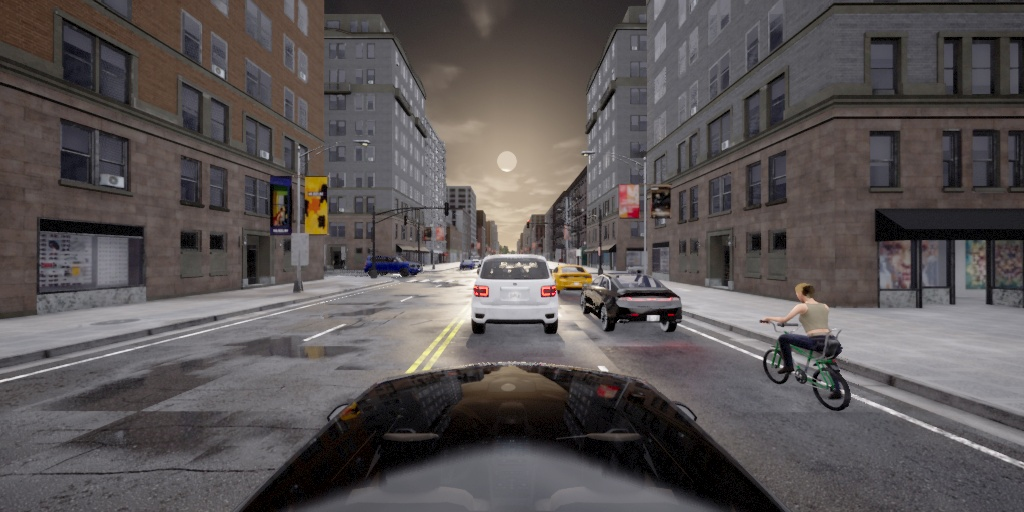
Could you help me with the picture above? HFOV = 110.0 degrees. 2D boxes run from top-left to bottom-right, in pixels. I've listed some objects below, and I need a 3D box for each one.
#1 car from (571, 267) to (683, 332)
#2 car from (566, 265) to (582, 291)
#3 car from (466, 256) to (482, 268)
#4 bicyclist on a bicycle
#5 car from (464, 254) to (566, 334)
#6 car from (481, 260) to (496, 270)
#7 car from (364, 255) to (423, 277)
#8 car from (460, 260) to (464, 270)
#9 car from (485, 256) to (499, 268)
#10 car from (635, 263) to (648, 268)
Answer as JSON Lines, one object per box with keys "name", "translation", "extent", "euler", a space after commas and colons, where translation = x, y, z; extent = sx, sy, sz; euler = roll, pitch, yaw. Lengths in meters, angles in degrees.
{"name": "car", "translation": [3.322, 1.243, 10.835], "extent": [2.128, 1.511, 4.902], "euler": [0, 0, 0]}
{"name": "car", "translation": [3.209, 1.232, 20.325], "extent": [1.882, 1.535, 5.008], "euler": [0, 0, 0]}
{"name": "car", "translation": [-6.698, 0.996, 64.049], "extent": [2.150, 2.045, 5.566], "euler": [0, 0, 0]}
{"name": "bicyclist on a bicycle", "translation": [4.128, 1.187, 5.134], "extent": [0.866, 1.612, 1.509], "euler": [0, 0, 0]}
{"name": "car", "translation": [0.078, 0.973, 10.764], "extent": [2.150, 2.045, 5.566], "euler": [0, 0, 0]}
{"name": "car", "translation": [-3.451, 1.335, 53.095], "extent": [1.994, 1.385, 4.181], "euler": [0, 0, 0]}
{"name": "car", "translation": [-11.592, 0.966, 35.008], "extent": [5.566, 2.045, 2.150], "euler": [0, -1, 12]}
{"name": "car", "translation": [-6.709, 1.249, 54.105], "extent": [1.882, 1.535, 5.008], "euler": [0, 0, 0]}
{"name": "car", "translation": [-3.457, 0.995, 62.437], "extent": [2.150, 2.045, 5.566], "euler": [0, 0, 0]}
{"name": "car", "translation": [14.969, 1.413, 38.724], "extent": [4.718, 1.301, 1.895], "euler": [0, 0, 1]}
